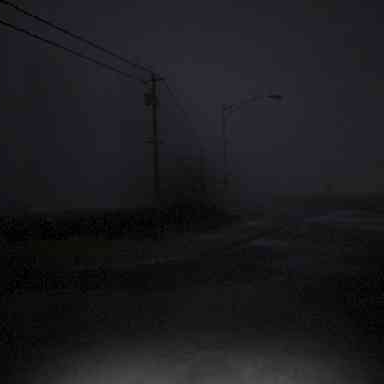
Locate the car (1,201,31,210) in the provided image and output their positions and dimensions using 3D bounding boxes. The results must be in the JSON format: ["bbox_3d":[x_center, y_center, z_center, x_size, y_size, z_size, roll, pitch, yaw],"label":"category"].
[{"bbox_3d":[-21.885,1.889,41.429,2.242,1.667,4.611,-2,1,-4],"label":"car"}]
